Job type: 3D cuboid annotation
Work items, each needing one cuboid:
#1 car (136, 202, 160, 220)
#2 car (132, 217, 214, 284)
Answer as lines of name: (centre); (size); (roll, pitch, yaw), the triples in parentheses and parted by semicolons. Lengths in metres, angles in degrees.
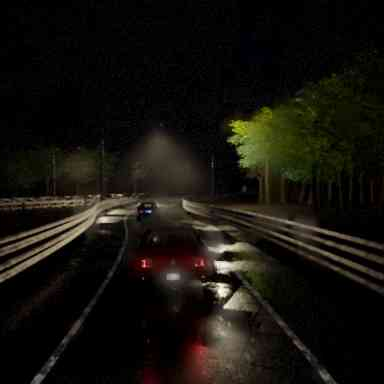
car: (-3.813, 1.612, 28.907); (2.033, 1.411, 5.357); (0, 0, -10)
car: (-0.629, 1.634, 9.726); (1.895, 1.301, 4.718); (0, 0, -5)
